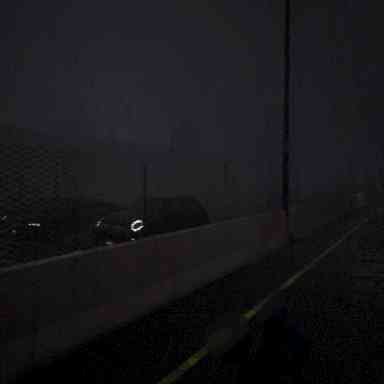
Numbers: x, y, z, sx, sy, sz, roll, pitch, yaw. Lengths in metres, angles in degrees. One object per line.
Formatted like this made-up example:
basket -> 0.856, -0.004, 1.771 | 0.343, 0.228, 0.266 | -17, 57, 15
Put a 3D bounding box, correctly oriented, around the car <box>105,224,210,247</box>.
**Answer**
car -> -1.245, 0.923, 11.841 | 2.097, 1.767, 4.553 | 1, 2, 34
